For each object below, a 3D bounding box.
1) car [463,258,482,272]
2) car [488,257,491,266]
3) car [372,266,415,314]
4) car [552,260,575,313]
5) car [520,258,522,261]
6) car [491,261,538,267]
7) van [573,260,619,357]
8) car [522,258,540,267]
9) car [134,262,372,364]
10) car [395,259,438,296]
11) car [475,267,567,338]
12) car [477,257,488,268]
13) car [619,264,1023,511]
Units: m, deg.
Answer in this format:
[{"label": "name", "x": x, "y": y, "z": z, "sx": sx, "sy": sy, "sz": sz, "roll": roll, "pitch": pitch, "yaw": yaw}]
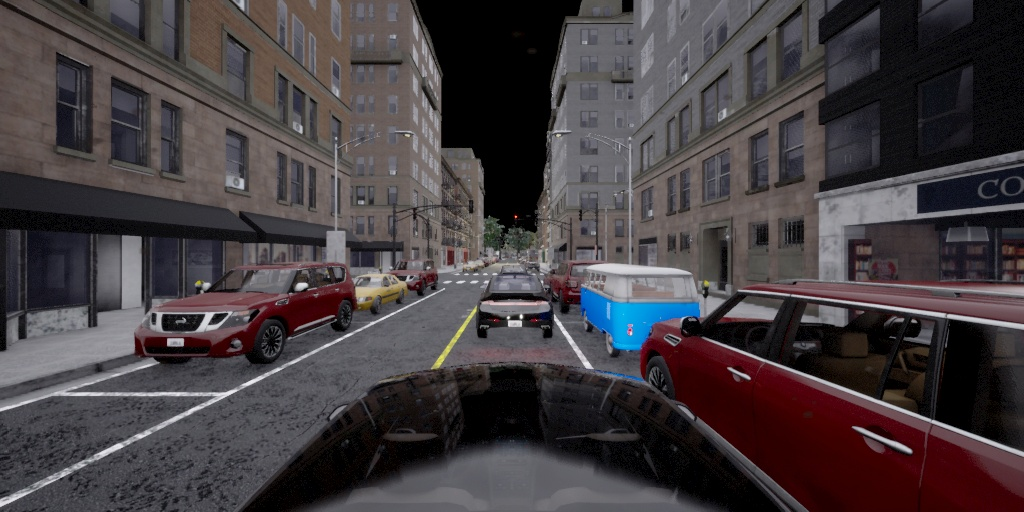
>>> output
[{"label": "car", "x": -5.363, "y": 1.272, "z": 46.455, "sx": 1.751, "sy": 1.417, "sz": 4.829, "roll": 0, "pitch": 0, "yaw": 0}, {"label": "car", "x": -5.337, "y": 1.061, "z": 63.070, "sx": 2.192, "sy": 1.841, "sz": 5.009, "roll": 0, "pitch": 0, "yaw": 0}, {"label": "car", "x": -5.386, "y": 1.275, "z": 13.768, "sx": 1.751, "sy": 1.417, "sz": 4.829, "roll": 0, "pitch": 0, "yaw": 0}, {"label": "car", "x": 2.652, "y": 1.064, "z": 13.928, "sx": 2.192, "sy": 1.841, "sz": 5.009, "roll": 0, "pitch": 0, "yaw": 0}, {"label": "car", "x": 2.704, "y": 1.297, "z": 57.579, "sx": 2.007, "sy": 1.370, "sz": 4.403, "roll": 0, "pitch": 0, "yaw": 0}, {"label": "car", "x": 0.091, "y": 1.240, "z": 20.175, "sx": 2.128, "sy": 1.511, "sz": 4.902, "roll": 0, "pitch": 0, "yaw": -1}, {"label": "van", "x": 2.645, "y": 1.091, "z": 8.249, "sx": 1.690, "sy": 1.789, "sz": 3.998, "roll": 0, "pitch": 0, "yaw": 0}, {"label": "car", "x": 2.691, "y": 1.297, "z": 46.615, "sx": 2.007, "sy": 1.370, "sz": 4.403, "roll": 0, "pitch": 0, "yaw": 0}, {"label": "car", "x": -5.391, "y": 1.064, "z": 8.261, "sx": 2.192, "sy": 1.841, "sz": 5.009, "roll": 0, "pitch": 0, "yaw": 0}, {"label": "car", "x": -5.380, "y": 1.063, "z": 19.617, "sx": 2.192, "sy": 1.841, "sz": 5.009, "roll": 0, "pitch": 0, "yaw": 0}, {"label": "car", "x": 0.083, "y": 1.241, "z": 10.124, "sx": 2.128, "sy": 1.511, "sz": 4.902, "roll": 0, "pitch": 0, "yaw": 0}, {"label": "car", "x": -5.346, "y": 1.272, "z": 57.418, "sx": 1.751, "sy": 1.417, "sz": 4.829, "roll": 0, "pitch": 0, "yaw": 0}, {"label": "car", "x": 2.638, "y": 1.065, "z": 2.570, "sx": 2.192, "sy": 1.841, "sz": 5.009, "roll": 0, "pitch": 0, "yaw": 0}]
